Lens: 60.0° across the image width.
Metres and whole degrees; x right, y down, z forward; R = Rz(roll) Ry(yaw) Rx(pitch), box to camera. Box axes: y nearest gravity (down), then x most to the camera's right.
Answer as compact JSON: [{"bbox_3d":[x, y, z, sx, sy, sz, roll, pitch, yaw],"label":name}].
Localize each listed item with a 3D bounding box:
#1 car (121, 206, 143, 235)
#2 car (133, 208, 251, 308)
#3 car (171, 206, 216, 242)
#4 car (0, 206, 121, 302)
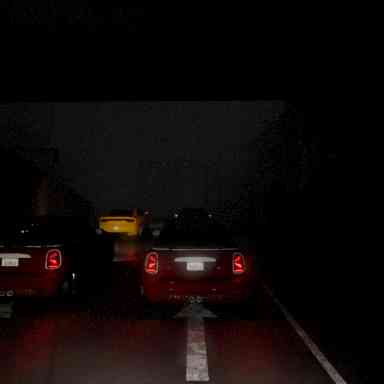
[{"bbox_3d":[-3.433,1.478,17.508,1.882,1.535,5.008,0,0,0],"label":"car"},{"bbox_3d":[0.067,1.352,8.092,2.097,1.767,4.553,0,0,0],"label":"car"},{"bbox_3d":[0.068,1.547,17.618,2.033,1.411,5.357,0,0,0],"label":"car"},{"bbox_3d":[-3.428,1.352,8.419,2.097,1.767,4.553,0,0,0],"label":"car"}]
